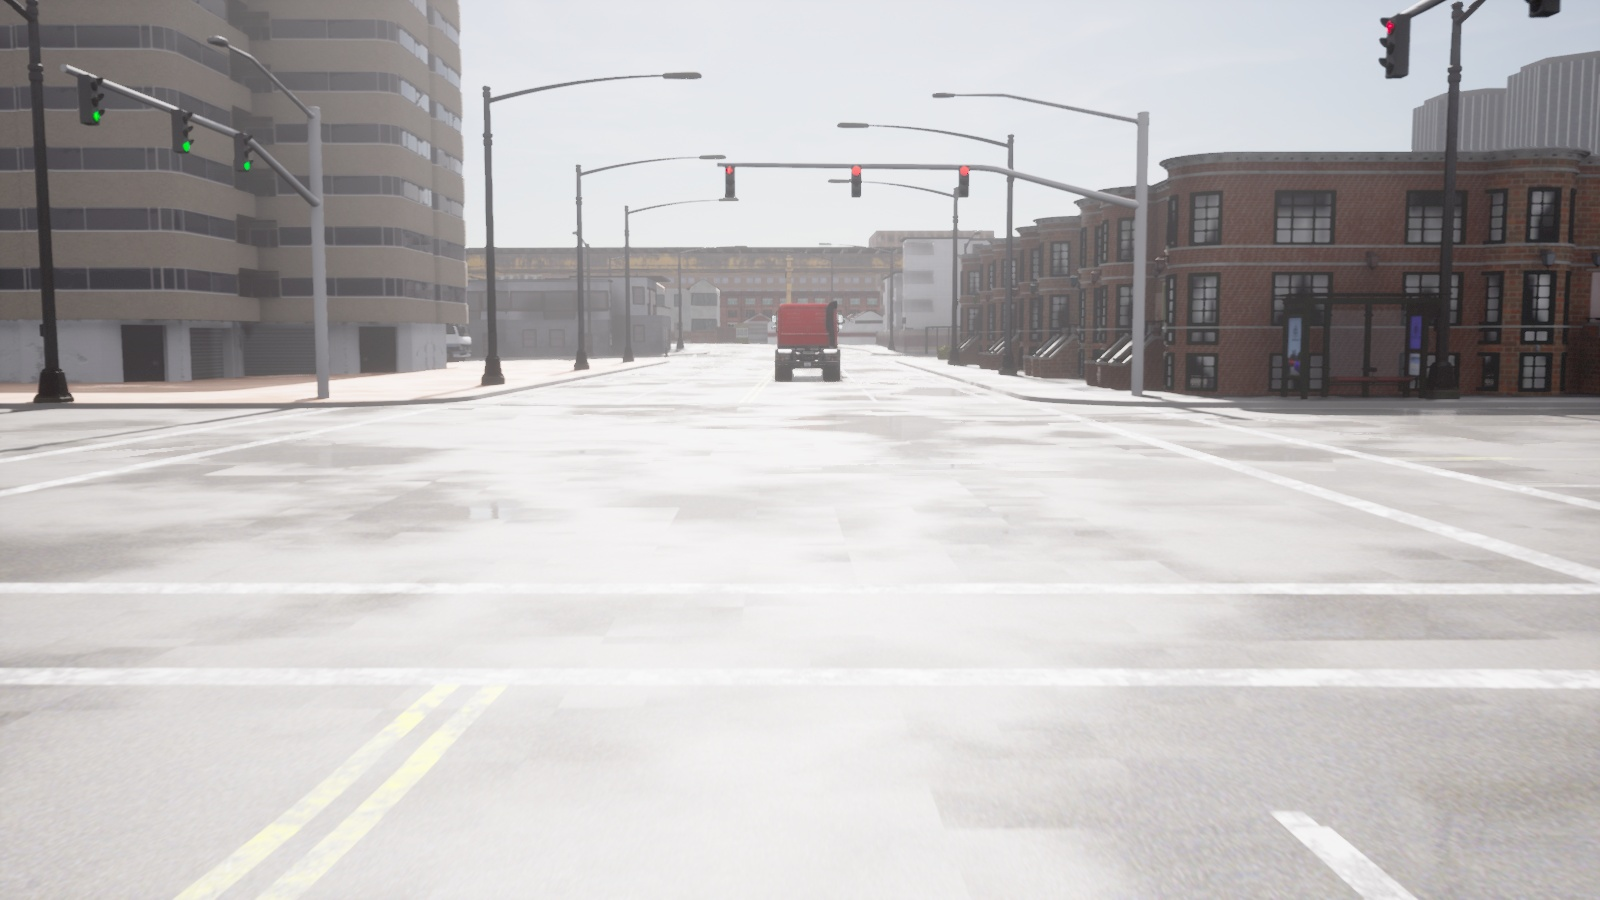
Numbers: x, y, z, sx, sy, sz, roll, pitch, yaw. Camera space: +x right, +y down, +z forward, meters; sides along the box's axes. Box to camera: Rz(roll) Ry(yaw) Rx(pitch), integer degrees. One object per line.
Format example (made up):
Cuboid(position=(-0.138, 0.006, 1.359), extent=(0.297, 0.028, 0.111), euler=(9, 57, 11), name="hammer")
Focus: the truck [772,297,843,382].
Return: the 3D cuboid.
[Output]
Cuboid(position=(0.334, -4.908, 55.637), extent=(2.891, 3.462, 7.936), euler=(0, 5, 0), name="truck")
